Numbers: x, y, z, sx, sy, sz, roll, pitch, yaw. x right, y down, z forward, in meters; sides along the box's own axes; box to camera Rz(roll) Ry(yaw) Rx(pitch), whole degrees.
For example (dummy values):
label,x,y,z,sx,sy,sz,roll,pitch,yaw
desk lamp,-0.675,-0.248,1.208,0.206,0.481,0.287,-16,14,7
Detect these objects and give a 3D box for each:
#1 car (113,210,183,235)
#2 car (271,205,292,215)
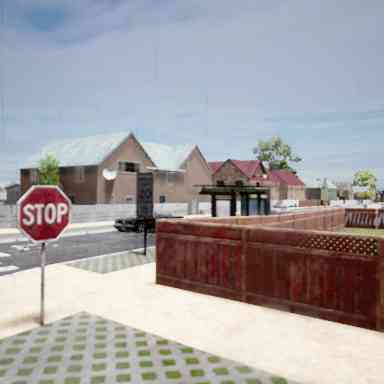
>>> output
label,x,y,z,sx,sy,sz,roll,pitch,yaw
car,-2.620,1.824,20.741,1.895,1.301,4.718,1,0,36
car,9.763,2.129,38.046,1.895,1.301,4.718,1,0,36
